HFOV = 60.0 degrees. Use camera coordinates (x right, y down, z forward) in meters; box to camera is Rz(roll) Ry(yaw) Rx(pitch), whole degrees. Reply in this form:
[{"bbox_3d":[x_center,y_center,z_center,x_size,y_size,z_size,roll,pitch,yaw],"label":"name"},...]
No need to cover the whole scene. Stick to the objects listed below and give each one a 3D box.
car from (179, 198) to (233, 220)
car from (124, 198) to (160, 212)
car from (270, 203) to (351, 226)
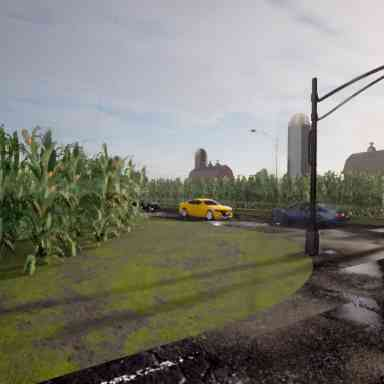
[{"bbox_3d":[1.012,1.278,25.998,1.882,1.535,5.008,2,0,-38],"label":"car"},{"bbox_3d":[-5.176,1.321,33.931,1.895,1.301,4.718,2,0,-38],"label":"car"},{"bbox_3d":[8.019,1.480,23.046,2.033,1.411,5.357,2,0,-38],"label":"car"}]
